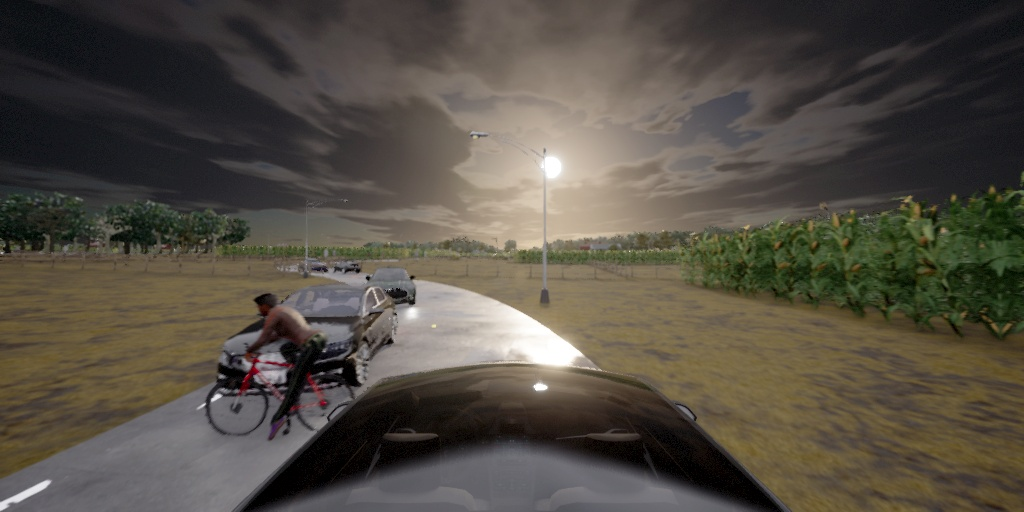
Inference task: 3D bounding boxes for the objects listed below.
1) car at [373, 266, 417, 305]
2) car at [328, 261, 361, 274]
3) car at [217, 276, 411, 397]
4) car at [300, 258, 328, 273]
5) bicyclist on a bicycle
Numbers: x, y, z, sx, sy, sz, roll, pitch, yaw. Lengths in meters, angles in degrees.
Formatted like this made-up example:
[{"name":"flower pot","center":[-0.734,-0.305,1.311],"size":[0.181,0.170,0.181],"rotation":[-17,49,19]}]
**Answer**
[{"name":"car","center":[-5.713,1.292,16.883],"size":[2.097,1.767,4.553],"rotation":[0,0,-20]},{"name":"car","center":[-20.080,1.328,43.427],"size":[4.892,1.490,1.837],"rotation":[2,0,42]},{"name":"car","center":[-3.463,1.317,7.019],"size":[2.128,1.511,4.902],"rotation":[0,-1,-9]},{"name":"car","center":[-23.754,1.286,42.930],"size":[5.357,1.411,2.033],"rotation":[1,0,43]},{"name":"bicyclist on a bicycle","center":[-2.638,1.241,4.101],"size":[1.656,1.620,0.582],"rotation":[-1,-1,-4]}]
